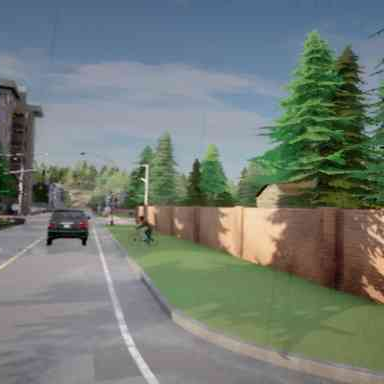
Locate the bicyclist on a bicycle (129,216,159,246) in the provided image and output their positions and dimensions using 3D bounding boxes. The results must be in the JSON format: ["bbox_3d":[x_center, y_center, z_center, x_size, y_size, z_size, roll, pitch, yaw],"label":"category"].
[{"bbox_3d":[-2.613,2.148,18.166,1.656,1.620,0.582,3,-3,-17],"label":"bicyclist on a bicycle"}]

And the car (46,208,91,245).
[{"bbox_3d":[-7.483,2.026,20.359,2.150,2.045,5.566,3,-3,-17],"label":"car"}]
